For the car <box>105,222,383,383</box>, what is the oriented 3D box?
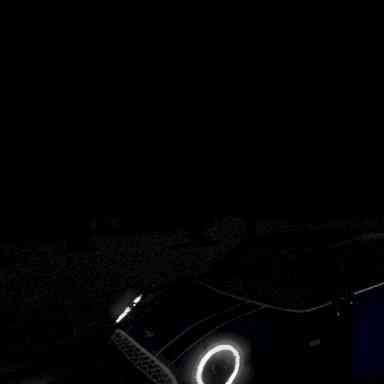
[{"bbox_3d":[1.265,1.352,4.282,4.553,1.767,2.097,0,0,-36],"label":"car"}]
